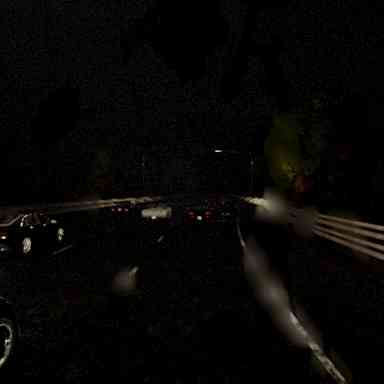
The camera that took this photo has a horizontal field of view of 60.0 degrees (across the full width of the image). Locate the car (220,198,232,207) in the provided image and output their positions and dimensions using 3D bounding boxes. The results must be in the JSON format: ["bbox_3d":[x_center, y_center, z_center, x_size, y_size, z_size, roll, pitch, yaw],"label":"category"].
[{"bbox_3d":[5.745,1.746,56.512,1.895,1.301,4.718,0,0,4],"label":"car"}]

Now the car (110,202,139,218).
[{"bbox_3d":[-6.154,1.613,31.332,2.033,1.411,5.357,0,0,2],"label":"car"}]

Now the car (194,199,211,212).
[{"bbox_3d":[1.379,1.661,41.575,1.994,1.385,4.181,0,0,3],"label":"car"}]

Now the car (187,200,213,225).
[{"bbox_3d":[0.591,1.580,24.427,1.812,1.442,4.674,0,-1,2],"label":"car"}]

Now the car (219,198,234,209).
[{"bbox_3d":[4.962,1.641,46.936,1.812,1.442,4.674,0,0,5],"label":"car"}]

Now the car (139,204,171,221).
[{"bbox_3d":[-2.804,1.659,27.539,1.895,1.301,4.718,0,0,2],"label":"car"}]

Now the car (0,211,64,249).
[{"bbox_3d":[-6.725,1.530,13.156,1.837,1.490,4.892,0,0,1],"label":"car"}]

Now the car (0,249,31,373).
[{"bbox_3d":[-3.366,1.569,2.868,1.994,1.385,4.181,0,0,0],"label":"car"}]
